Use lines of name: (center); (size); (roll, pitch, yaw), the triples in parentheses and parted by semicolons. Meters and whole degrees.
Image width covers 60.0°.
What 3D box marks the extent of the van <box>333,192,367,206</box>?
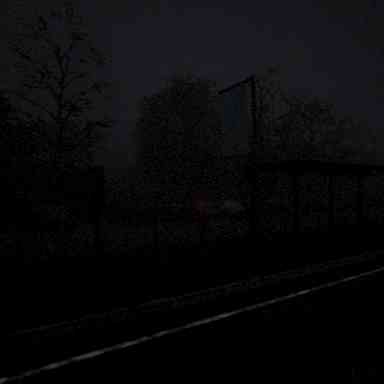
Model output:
van: (18.477, 0.970, 39.736); (1.878, 1.987, 4.442); (-1, 0, -35)

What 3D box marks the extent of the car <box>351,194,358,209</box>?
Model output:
car: (16.136, 1.246, 38.245); (2.163, 1.488, 4.792); (-1, 0, -36)

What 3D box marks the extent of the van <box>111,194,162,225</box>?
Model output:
van: (-4.247, 1.179, 23.801); (1.878, 1.987, 4.442); (-1, 0, -36)

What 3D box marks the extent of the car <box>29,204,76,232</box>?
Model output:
car: (-8.678, 1.478, 20.459); (2.163, 1.488, 4.792); (-1, 0, -36)

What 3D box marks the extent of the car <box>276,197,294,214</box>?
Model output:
car: (7.114, 1.297, 31.776); (2.097, 1.535, 5.008); (-1, 0, -36)

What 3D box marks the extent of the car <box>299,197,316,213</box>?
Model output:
car: (9.380, 1.278, 33.379); (2.231, 1.521, 4.892); (-1, 0, -36)

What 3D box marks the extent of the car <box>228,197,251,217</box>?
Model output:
car: (2.601, 1.380, 28.544); (2.002, 1.452, 4.674); (-1, 0, -36)

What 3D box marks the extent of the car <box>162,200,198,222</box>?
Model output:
car: (-1.918, 1.423, 25.317); (2.002, 1.452, 4.674); (-1, 0, -35)

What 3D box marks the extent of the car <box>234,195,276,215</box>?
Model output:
car: (4.839, 1.193, 30.183); (2.185, 1.767, 4.553); (-1, 0, -36)

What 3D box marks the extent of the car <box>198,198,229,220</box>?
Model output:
car: (0.344, 1.361, 26.929); (2.097, 1.535, 5.008); (-1, 0, -36)

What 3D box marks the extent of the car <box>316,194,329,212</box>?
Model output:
car: (11.617, 1.286, 35.019); (2.163, 1.488, 4.792); (-1, 0, -36)

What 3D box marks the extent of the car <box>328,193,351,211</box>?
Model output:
car: (14.000, 1.233, 36.456); (1.946, 1.575, 5.366); (0, 0, -35)
